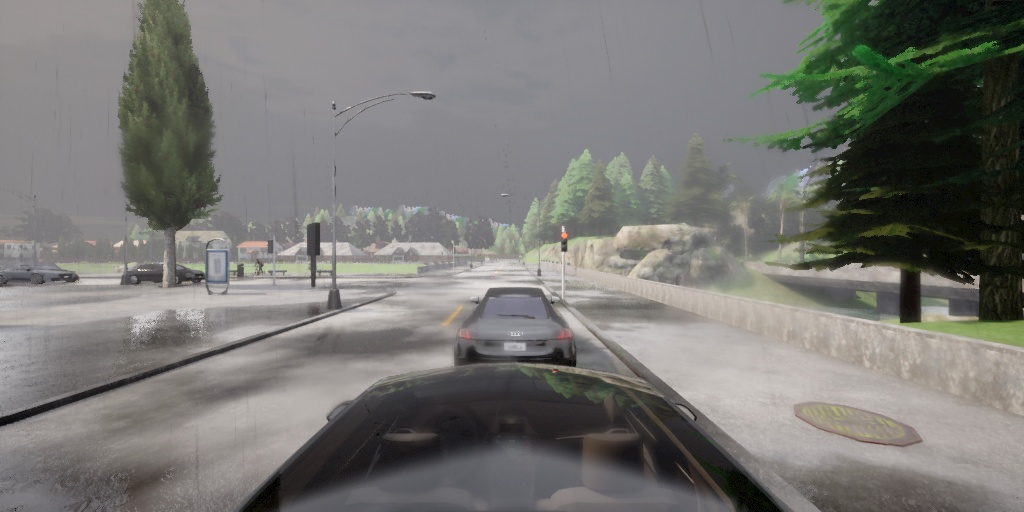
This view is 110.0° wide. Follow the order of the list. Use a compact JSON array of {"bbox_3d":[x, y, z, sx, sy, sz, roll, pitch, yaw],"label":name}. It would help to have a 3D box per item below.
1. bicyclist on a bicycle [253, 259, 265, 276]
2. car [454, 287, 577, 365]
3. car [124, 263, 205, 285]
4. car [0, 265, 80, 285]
[{"bbox_3d":[-24.104,1.099,34.140,0.582,1.620,1.656,0,0,0],"label":"bicyclist on a bicycle"},{"bbox_3d":[0.063,1.314,7.318,1.994,1.385,4.181,0,0,0],"label":"car"},{"bbox_3d":[-24.836,1.255,25.742,4.892,1.490,1.837,0,0,0],"label":"car"},{"bbox_3d":[-34.012,1.314,25.747,4.181,1.385,1.994,0,0,0],"label":"car"}]
